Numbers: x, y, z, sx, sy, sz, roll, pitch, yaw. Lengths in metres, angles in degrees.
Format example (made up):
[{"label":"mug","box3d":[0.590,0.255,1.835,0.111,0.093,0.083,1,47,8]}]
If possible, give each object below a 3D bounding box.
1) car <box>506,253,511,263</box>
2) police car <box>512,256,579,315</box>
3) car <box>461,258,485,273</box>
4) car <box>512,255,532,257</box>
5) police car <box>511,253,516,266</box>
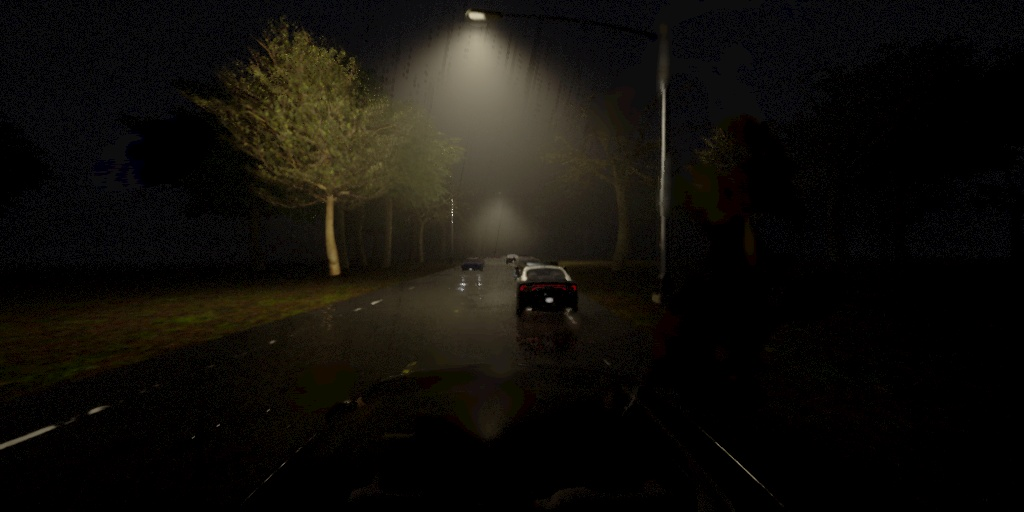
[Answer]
[{"label":"car","box3d":[0.080,0.463,54.515,1.895,1.301,4.718,0,1,1]},{"label":"police car","box3d":[1.054,0.986,12.683,1.930,1.638,5.238,0,1,0]},{"label":"car","box3d":[-3.576,0.809,33.363,1.895,1.301,4.718,0,1,0]},{"label":"car","box3d":[1.058,0.897,22.576,1.837,1.490,4.892,0,1,0]},{"label":"police car","box3d":[1.061,0.712,28.684,1.930,1.638,5.238,0,1,0]}]
